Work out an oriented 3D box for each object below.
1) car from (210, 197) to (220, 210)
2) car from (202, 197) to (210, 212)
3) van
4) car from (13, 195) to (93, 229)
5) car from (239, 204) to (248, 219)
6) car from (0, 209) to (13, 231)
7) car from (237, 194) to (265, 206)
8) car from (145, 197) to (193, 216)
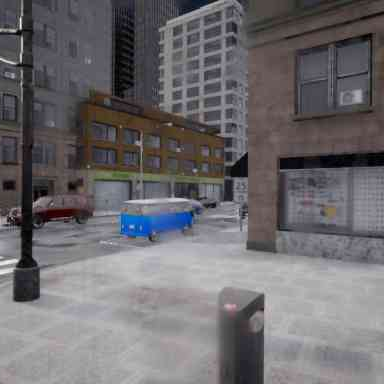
[{"bbox_3d":[1.285,1.167,34.131,1.947,1.339,4.313,1,2,35],"label":"car"},{"bbox_3d":[-0.825,1.236,26.545,1.812,1.442,4.674,0,1,35],"label":"car"},{"bbox_3d":[-1.463,1.208,15.465,1.690,1.788,3.998,1,1,35],"label":"van"},{"bbox_3d":[-8.425,1.123,20.384,2.192,1.841,5.009,1,1,35],"label":"car"},{"bbox_3d":[5.010,1.280,24.629,2.008,1.369,4.403,1,1,35],"label":"car"},{"bbox_3d":[-10.440,1.152,12.932,2.150,2.045,5.566,1,1,35],"label":"car"},{"bbox_3d":[7.759,1.027,43.292,1.947,1.339,4.313,1,2,35],"label":"car"},{"bbox_3d":[-1.952,1.215,29.549,1.887,1.381,4.507,1,1,35],"label":"car"}]
